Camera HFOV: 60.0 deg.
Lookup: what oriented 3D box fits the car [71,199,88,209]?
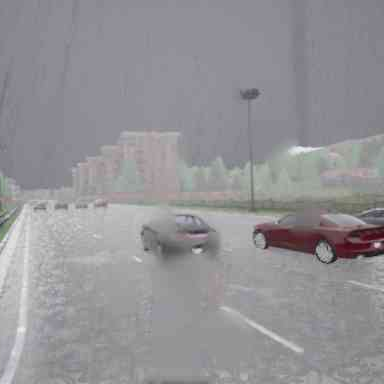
[{"bbox_3d":[-20.640,2.455,62.123,2.033,1.411,5.357,-2,0,-26],"label":"car"}]

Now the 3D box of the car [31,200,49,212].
[{"bbox_3d":[-26.424,2.594,58.027,2.128,1.511,4.902,-2,0,-26],"label":"car"}]

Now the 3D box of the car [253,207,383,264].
[{"bbox_3d":[4.089,1.364,11.490,1.882,1.535,5.008,-2,0,-26],"label":"car"}]

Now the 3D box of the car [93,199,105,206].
[{"bbox_3d":[-23.236,2.537,83.201,1.882,1.535,5.008,-2,0,-26],"label":"car"}]

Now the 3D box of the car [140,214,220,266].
[{"bbox_3d":[-0.621,1.547,11.989,2.128,1.511,4.902,-2,0,-19],"label":"car"}]

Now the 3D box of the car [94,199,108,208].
[{"bbox_3d":[-17.447,2.302,63.553,1.837,1.490,4.892,-2,0,-26],"label":"car"}]

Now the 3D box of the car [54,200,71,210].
[{"bbox_3d":[-23.966,2.375,60.944,2.097,1.767,4.553,-2,0,-26],"label":"car"}]
